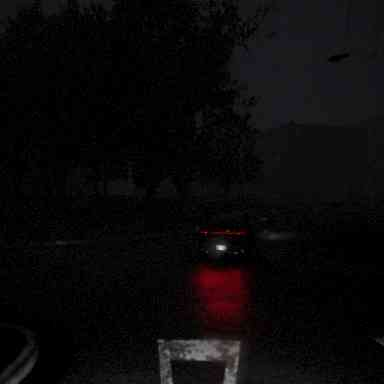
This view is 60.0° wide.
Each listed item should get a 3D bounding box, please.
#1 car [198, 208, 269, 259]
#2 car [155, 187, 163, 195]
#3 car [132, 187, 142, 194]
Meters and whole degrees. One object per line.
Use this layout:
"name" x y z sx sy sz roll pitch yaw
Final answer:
"car" 1.624 1.352 12.242 1.837 1.490 4.892 -1 1 18
"car" -6.571 -0.178 62.919 1.837 1.490 4.892 0 1 -14
"car" -12.019 -0.369 72.685 2.097 1.767 4.553 0 0 -9
